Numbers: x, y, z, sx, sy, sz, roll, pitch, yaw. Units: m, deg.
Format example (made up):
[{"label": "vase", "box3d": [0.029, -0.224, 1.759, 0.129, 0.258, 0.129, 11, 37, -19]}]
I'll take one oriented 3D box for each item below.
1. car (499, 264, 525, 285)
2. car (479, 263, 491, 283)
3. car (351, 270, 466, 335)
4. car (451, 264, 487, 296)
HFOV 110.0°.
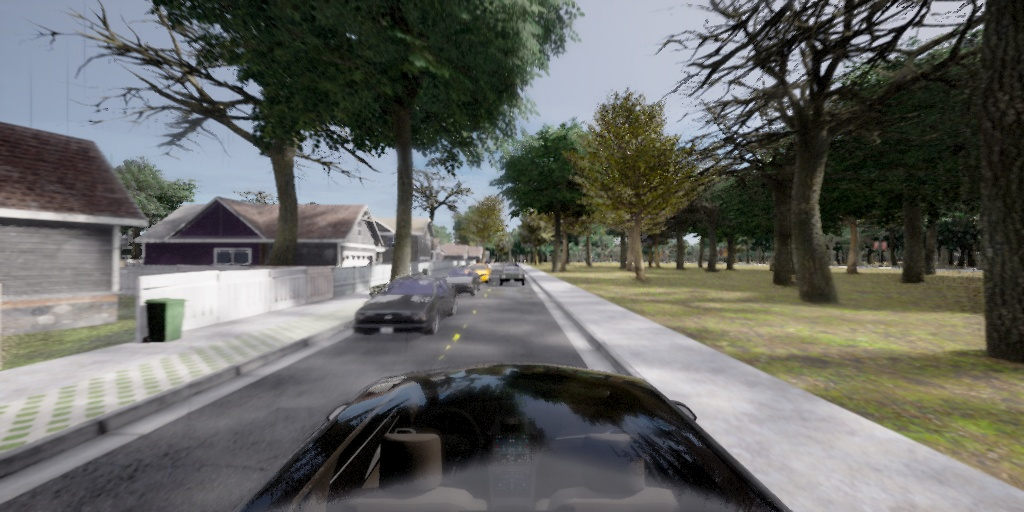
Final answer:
[{"label": "car", "box3d": [0.023, 1.471, 27.120, 1.895, 1.301, 4.718, 0, 0, 0]}, {"label": "car", "box3d": [-2.746, 1.362, 29.377, 1.882, 1.535, 5.008, 0, 0, 0]}, {"label": "car", "box3d": [-2.842, 1.327, 10.831, 2.033, 1.411, 5.357, 0, 0, 0]}, {"label": "car", "box3d": [-2.742, 1.374, 20.050, 2.033, 1.411, 5.357, 0, 0, 0]}]
